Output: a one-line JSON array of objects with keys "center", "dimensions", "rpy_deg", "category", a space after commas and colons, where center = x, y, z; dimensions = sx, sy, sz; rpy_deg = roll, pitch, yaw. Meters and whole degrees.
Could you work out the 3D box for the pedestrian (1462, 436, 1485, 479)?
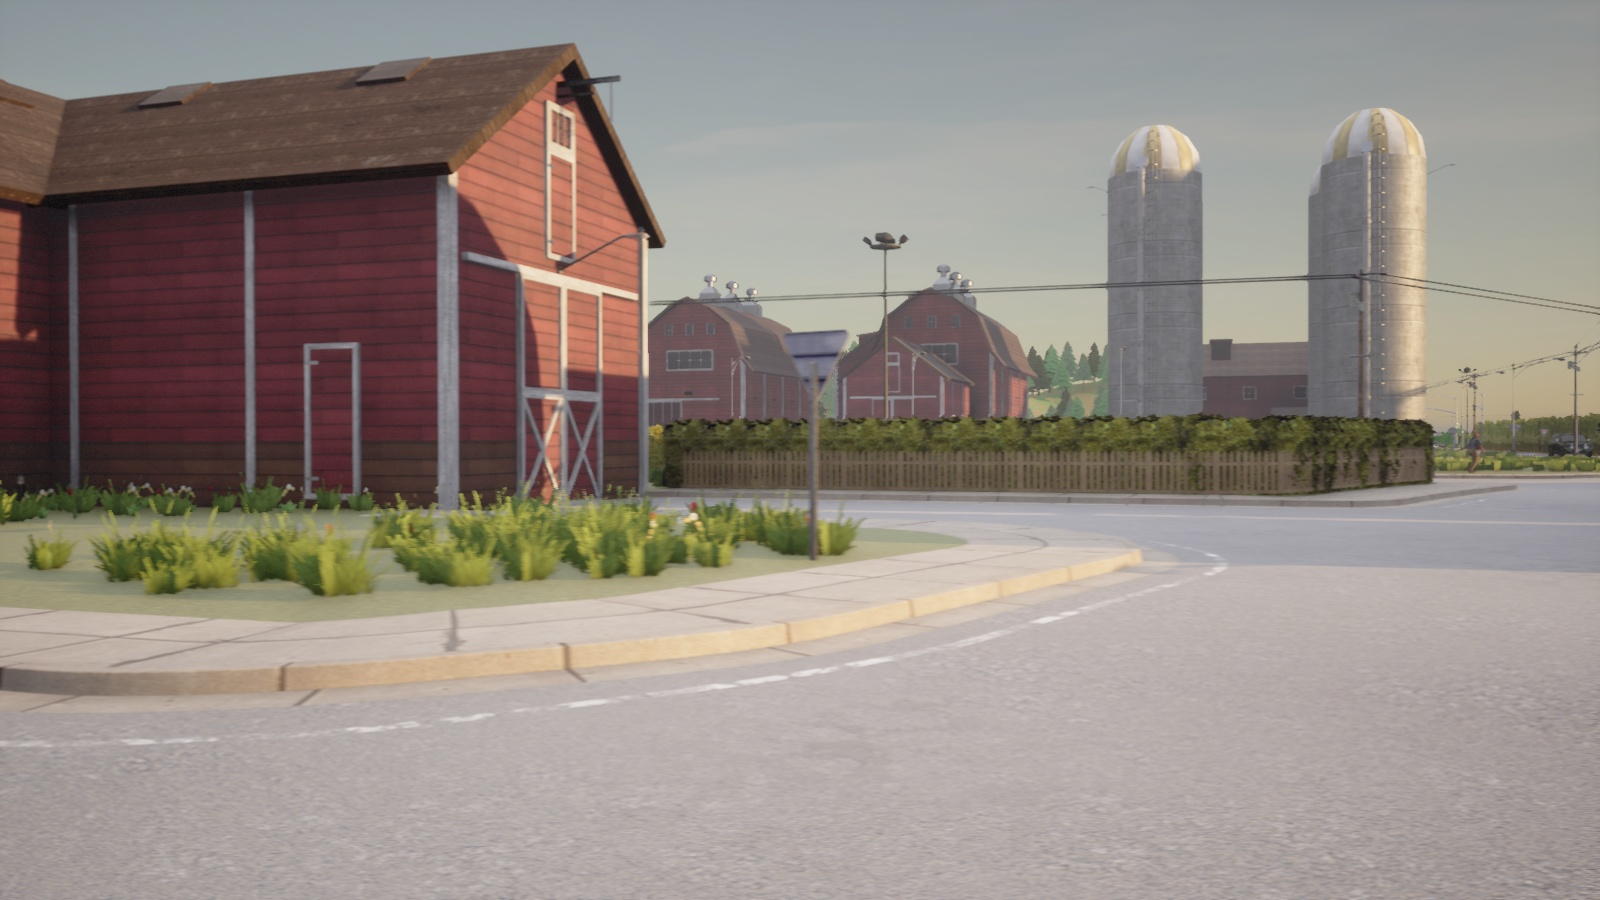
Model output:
[{"center": [29.148, 0.307, 54.377], "dimensions": [0.694, 1.848, 0.540], "rpy_deg": [0, 0, -1], "category": "pedestrian"}]
